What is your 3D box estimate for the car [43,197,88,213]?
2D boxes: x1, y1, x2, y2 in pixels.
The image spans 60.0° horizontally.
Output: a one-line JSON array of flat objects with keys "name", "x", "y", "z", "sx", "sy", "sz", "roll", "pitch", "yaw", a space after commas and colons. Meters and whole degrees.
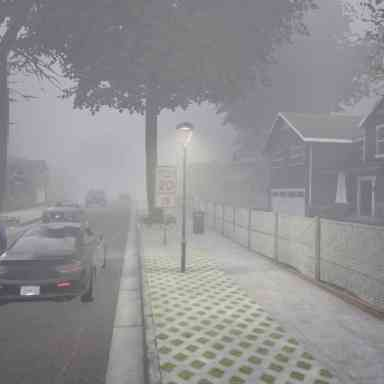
[{"name": "car", "x": -8.344, "y": 1.267, "z": 21.814, "sx": 1.994, "sy": 1.385, "sz": 4.181, "roll": 1, "pitch": 1, "yaw": -9}]

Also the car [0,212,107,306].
[{"name": "car", "x": -3.063, "y": 1.439, "z": 7.768, "sx": 1.812, "sy": 1.442, "sz": 4.674, "roll": 1, "pitch": 1, "yaw": -10}]

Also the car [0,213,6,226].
[{"name": "car", "x": -5.803, "y": 1.098, "z": 6.889, "sx": 2.150, "sy": 2.045, "sz": 5.566, "roll": 1, "pitch": 1, "yaw": -10}]

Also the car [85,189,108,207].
[{"name": "car", "x": -11.317, "y": 0.678, "z": 39.623, "sx": 2.150, "sy": 2.045, "sz": 5.566, "roll": 1, "pitch": 0, "yaw": -9}]

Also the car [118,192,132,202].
[{"name": "car", "x": -10.515, "y": 0.800, "z": 51.926, "sx": 1.837, "sy": 1.490, "sz": 4.892, "roll": 1, "pitch": 1, "yaw": -10}]
